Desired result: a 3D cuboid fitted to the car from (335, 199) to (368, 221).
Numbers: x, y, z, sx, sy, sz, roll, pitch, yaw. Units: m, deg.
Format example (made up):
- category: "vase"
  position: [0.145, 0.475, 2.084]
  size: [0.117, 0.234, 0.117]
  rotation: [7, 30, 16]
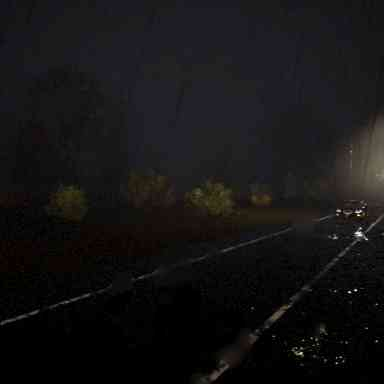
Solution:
- category: "car"
  position: [12.427, 1.313, 25.732]
  size: [1.837, 1.490, 4.892]
  rotation: [2, 1, 33]
